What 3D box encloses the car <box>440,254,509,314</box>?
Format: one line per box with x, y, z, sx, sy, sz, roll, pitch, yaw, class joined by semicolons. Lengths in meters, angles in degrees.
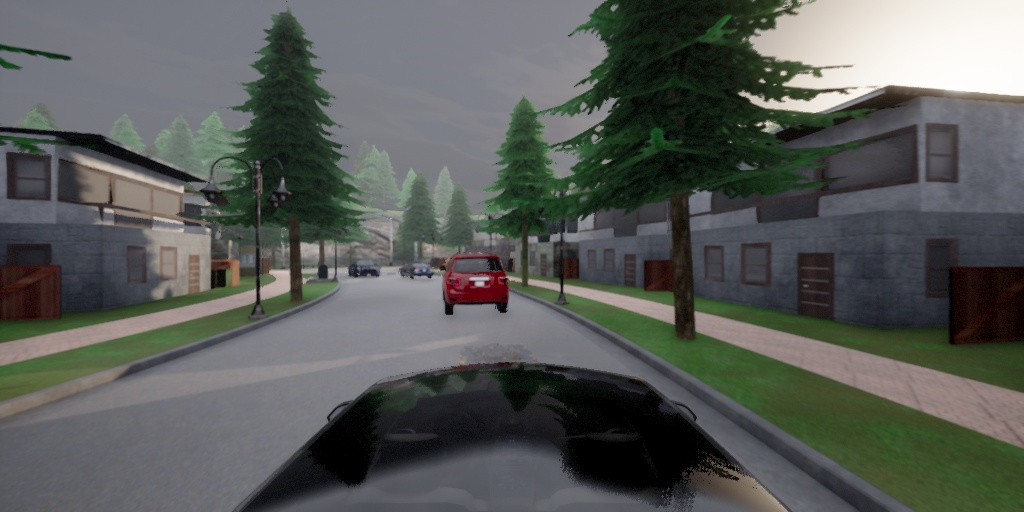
-1.571;0.946;13.918;2.150;2.045;5.566;0;0;-12;car

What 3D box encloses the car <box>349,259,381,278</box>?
-13.456;1.051;32.641;2.097;1.767;4.553;0;0;-33;car

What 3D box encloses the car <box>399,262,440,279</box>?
-8.441;1.240;31.471;2.033;1.411;5.357;0;0;-31;car
